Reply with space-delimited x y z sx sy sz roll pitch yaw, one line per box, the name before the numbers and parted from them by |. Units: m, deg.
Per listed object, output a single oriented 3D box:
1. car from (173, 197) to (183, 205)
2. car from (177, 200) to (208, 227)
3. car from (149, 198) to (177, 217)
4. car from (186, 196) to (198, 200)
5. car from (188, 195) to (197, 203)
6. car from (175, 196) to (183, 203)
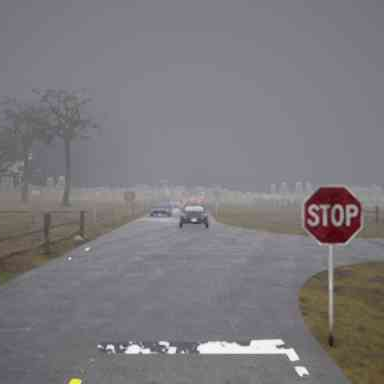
car | -2.684 1.643 65.263 1.837 1.490 4.892 0 -1 0
car | 0.127 1.532 22.520 1.812 1.442 4.674 0 0 0
car | -2.806 1.565 31.295 2.033 1.411 5.357 0 0 0
car | 0.064 1.461 61.064 2.097 1.767 4.553 0 0 0
car | 0.074 1.494 71.032 1.882 1.535 5.008 0 0 0
car | -2.790 1.662 47.913 1.895 1.301 4.718 0 0 1
